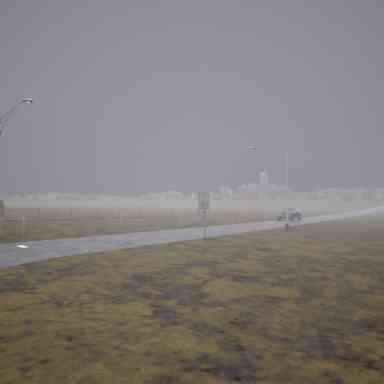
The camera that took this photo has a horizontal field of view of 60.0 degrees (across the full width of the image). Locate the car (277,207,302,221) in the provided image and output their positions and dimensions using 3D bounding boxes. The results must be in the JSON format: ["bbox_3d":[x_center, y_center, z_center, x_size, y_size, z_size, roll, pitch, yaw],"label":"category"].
[{"bbox_3d":[14.589,3.234,49.523,2.150,2.045,5.566,-2,-3,35],"label":"car"}]
